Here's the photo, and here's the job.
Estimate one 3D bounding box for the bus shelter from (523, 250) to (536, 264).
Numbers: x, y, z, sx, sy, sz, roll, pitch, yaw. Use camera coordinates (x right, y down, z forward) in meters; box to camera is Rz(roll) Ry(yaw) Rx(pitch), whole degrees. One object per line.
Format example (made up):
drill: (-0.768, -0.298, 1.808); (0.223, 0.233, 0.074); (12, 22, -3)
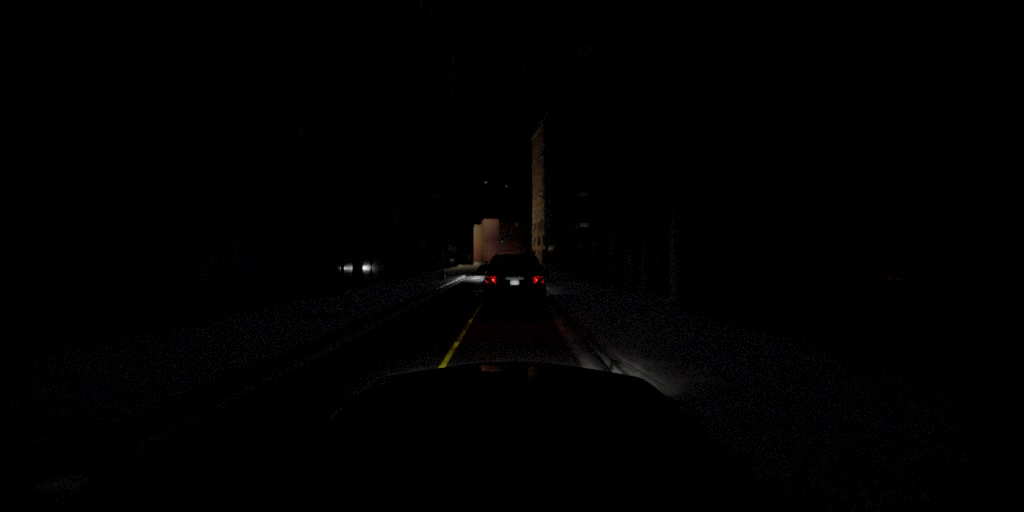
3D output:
bus shelter: (2.885, 0.502, 54.261); (1.920, 2.740, 3.880); (0, 0, 0)

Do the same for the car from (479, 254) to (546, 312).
car: (0.094, 0.938, 14.229); (2.150, 2.045, 5.566); (0, 0, 0)

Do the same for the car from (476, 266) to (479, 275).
car: (-2.598, 1.265, 36.922); (1.895, 1.301, 4.718); (0, 0, 0)
